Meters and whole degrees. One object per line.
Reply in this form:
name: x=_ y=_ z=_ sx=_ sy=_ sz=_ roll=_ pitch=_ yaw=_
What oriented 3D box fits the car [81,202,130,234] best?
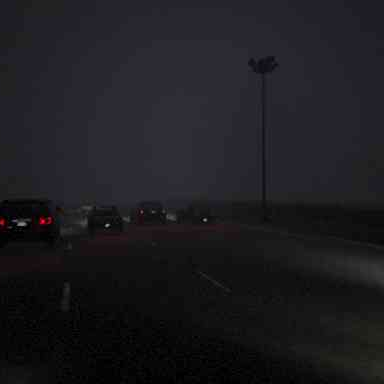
car: x=-5.336 y=1.567 z=20.067 sx=2.128 sy=1.511 sz=4.902 roll=0 pitch=0 yaw=-19

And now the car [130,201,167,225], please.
car: x=-3.413 y=1.434 z=25.119 sx=2.097 sy=1.767 sz=4.553 roll=0 pitch=0 yaw=-19

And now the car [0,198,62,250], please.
car: x=-7.236 y=1.291 z=14.941 sx=2.150 sy=2.045 sz=5.566 roll=0 pitch=0 yaw=-19

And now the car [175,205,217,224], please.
car: x=0.186 y=1.668 z=25.450 sx=1.895 sy=1.301 sz=4.718 roll=0 pitch=0 yaw=-19

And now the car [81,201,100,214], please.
car: x=-11.813 y=1.748 z=38.345 sx=1.895 sy=1.301 sz=4.718 roll=0 pitch=0 yaw=-19

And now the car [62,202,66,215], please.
car: x=-14.588 y=1.698 z=35.700 sx=2.033 sy=1.411 sz=5.357 roll=0 pitch=0 yaw=-20
